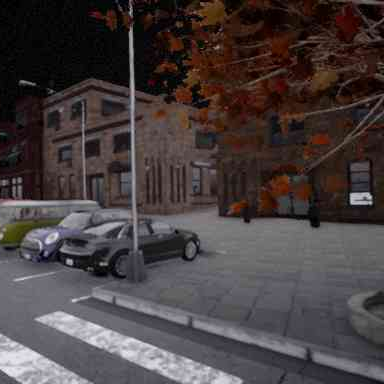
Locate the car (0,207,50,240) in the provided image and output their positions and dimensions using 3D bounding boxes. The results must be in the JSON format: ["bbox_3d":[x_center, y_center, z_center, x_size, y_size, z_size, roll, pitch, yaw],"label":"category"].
[{"bbox_3d":[-10.256,1.645,17.353,2.163,1.488,4.792,0,0,40],"label":"car"}]

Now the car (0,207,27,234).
[{"bbox_3d":[-12.257,1.666,19.038,2.002,1.452,4.674,0,0,40],"label":"car"}]

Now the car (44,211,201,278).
[{"bbox_3d":[-1.665,1.546,10.508,2.231,1.521,4.892,-1,0,39],"label":"car"}]

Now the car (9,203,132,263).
[{"bbox_3d":[-3.795,1.439,12.258,2.185,1.767,4.553,0,0,39],"label":"car"}]

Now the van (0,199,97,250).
[{"bbox_3d":[-6.041,1.358,13.864,1.878,1.987,4.442,0,0,39],"label":"van"}]
